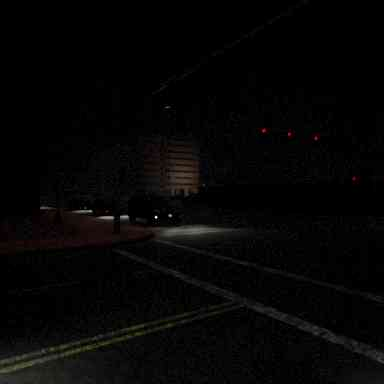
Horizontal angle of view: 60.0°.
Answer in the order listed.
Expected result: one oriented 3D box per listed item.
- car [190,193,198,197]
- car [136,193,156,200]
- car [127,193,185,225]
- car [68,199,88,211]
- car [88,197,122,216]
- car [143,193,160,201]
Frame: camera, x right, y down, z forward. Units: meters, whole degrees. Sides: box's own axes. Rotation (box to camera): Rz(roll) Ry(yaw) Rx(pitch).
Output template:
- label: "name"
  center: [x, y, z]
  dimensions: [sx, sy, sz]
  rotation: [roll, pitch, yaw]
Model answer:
- label: "car"
  center: [1.127, 1.156, 65.232]
  dimensions: [3.866, 1.878, 1.905]
  rotation: [0, 0, -34]
- label: "car"
  center: [-11.498, 1.153, 83.878]
  dimensions: [4.605, 1.855, 1.932]
  rotation: [0, 0, -34]
- label: "car"
  center: [-2.943, 1.222, 24.478]
  dimensions: [2.150, 2.045, 5.566]
  rotation: [0, 0, -33]
- label: "car"
  center: [-14.255, 1.547, 42.122]
  dimensions: [2.033, 1.411, 5.357]
  rotation: [0, 0, -34]
- label: "car"
  center: [-8.561, 1.505, 33.238]
  dimensions: [1.837, 1.490, 4.892]
  rotation: [0, 0, -32]
- label: "car"
  center: [-9.918, 1.156, 81.452]
  dimensions: [3.866, 1.878, 1.905]
  rotation: [0, 0, -34]
